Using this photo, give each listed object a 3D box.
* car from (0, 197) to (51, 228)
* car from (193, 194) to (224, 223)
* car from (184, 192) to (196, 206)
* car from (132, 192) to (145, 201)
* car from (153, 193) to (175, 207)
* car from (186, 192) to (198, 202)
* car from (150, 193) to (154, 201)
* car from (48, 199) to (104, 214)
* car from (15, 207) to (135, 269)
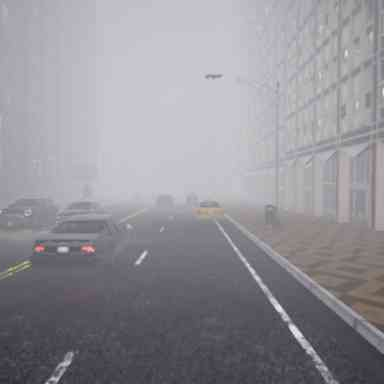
[{"bbox_3d":[-9.844,1.120,20.256,2.097,1.767,4.553,0,1,0],"label":"car"},{"bbox_3d":[1.138,1.195,22.760,1.801,1.575,5.366,0,1,0],"label":"car"},{"bbox_3d":[0.011,1.058,42.307,2.033,1.411,5.357,0,1,1],"label":"car"},{"bbox_3d":[-9.778,0.808,61.083,1.812,1.442,4.674,0,1,1],"label":"car"},{"bbox_3d":[-3.150,1.013,40.238,1.882,1.535,5.008,0,1,0],"label":"car"},{"bbox_3d":[0.004,0.838,57.111,1.837,1.490,4.892,0,1,0],"label":"car"},{"bbox_3d":[-6.523,0.885,61.068,1.895,1.301,4.718,0,1,1],"label":"car"},{"bbox_3d":[-6.595,1.274,20.176,1.837,1.490,4.892,0,1,0],"label":"car"},{"bbox_3d":[-3.154,1.426,10.648,2.033,1.411,5.357,0,1,0],"label":"car"}]
